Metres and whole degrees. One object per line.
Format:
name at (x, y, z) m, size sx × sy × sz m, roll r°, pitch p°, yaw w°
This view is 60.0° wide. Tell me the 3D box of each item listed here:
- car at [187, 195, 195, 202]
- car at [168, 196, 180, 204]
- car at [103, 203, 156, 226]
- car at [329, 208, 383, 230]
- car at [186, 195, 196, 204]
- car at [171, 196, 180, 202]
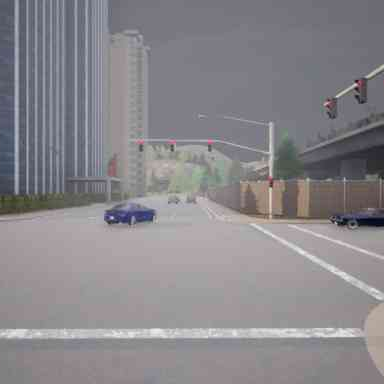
car at (-0.163, 1.385, 73.919) m, size 1.812 × 1.442 × 4.674 m, roll 0°, pitch 0°, yaw 0°
car at (-3.640, 1.547, 63.510) m, size 2.033 × 1.411 × 5.357 m, roll 0°, pitch 0°, yaw 0°
car at (-4.286, 1.507, 23.719) m, size 1.882 × 1.535 × 5.008 m, roll 1°, pitch 0°, yaw 21°
car at (11.344, 1.656, 21.092) m, size 4.718 × 1.301 × 1.895 m, roll 0°, pitch 0°, yaw 1°
car at (-0.140, 1.547, 63.517) m, size 2.033 × 1.411 × 5.357 m, roll 0°, pitch 0°, yaw 0°
car at (-3.663, 1.456, 73.941) m, size 1.895 × 1.301 × 4.718 m, roll 0°, pitch 0°, yaw 0°
